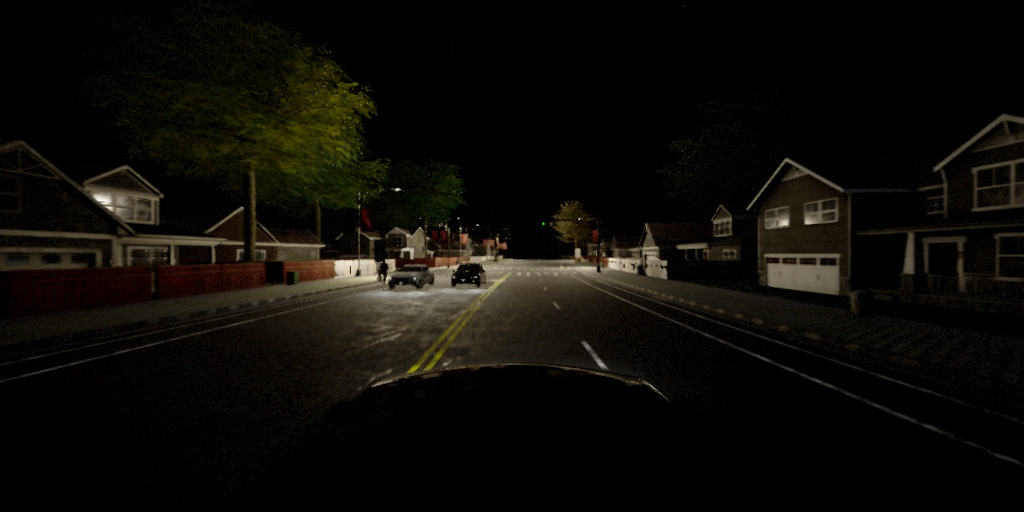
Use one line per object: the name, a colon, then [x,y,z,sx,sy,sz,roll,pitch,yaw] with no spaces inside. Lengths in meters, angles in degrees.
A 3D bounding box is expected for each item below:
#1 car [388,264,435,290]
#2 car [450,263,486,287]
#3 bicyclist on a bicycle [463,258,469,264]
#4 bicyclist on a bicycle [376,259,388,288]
car: [-6.153,1.258,22.476,1.812,1.442,4.674,0,0,2]
car: [-2.827,1.239,24.087,1.837,1.490,4.892,0,0,3]
bicyclist on a bicycle: [-6.378,1.121,50.211,0.866,1.612,1.509,0,0,6]
bicyclist on a bicycle: [-8.282,1.101,22.903,0.659,1.776,1.843,0,0,2]
